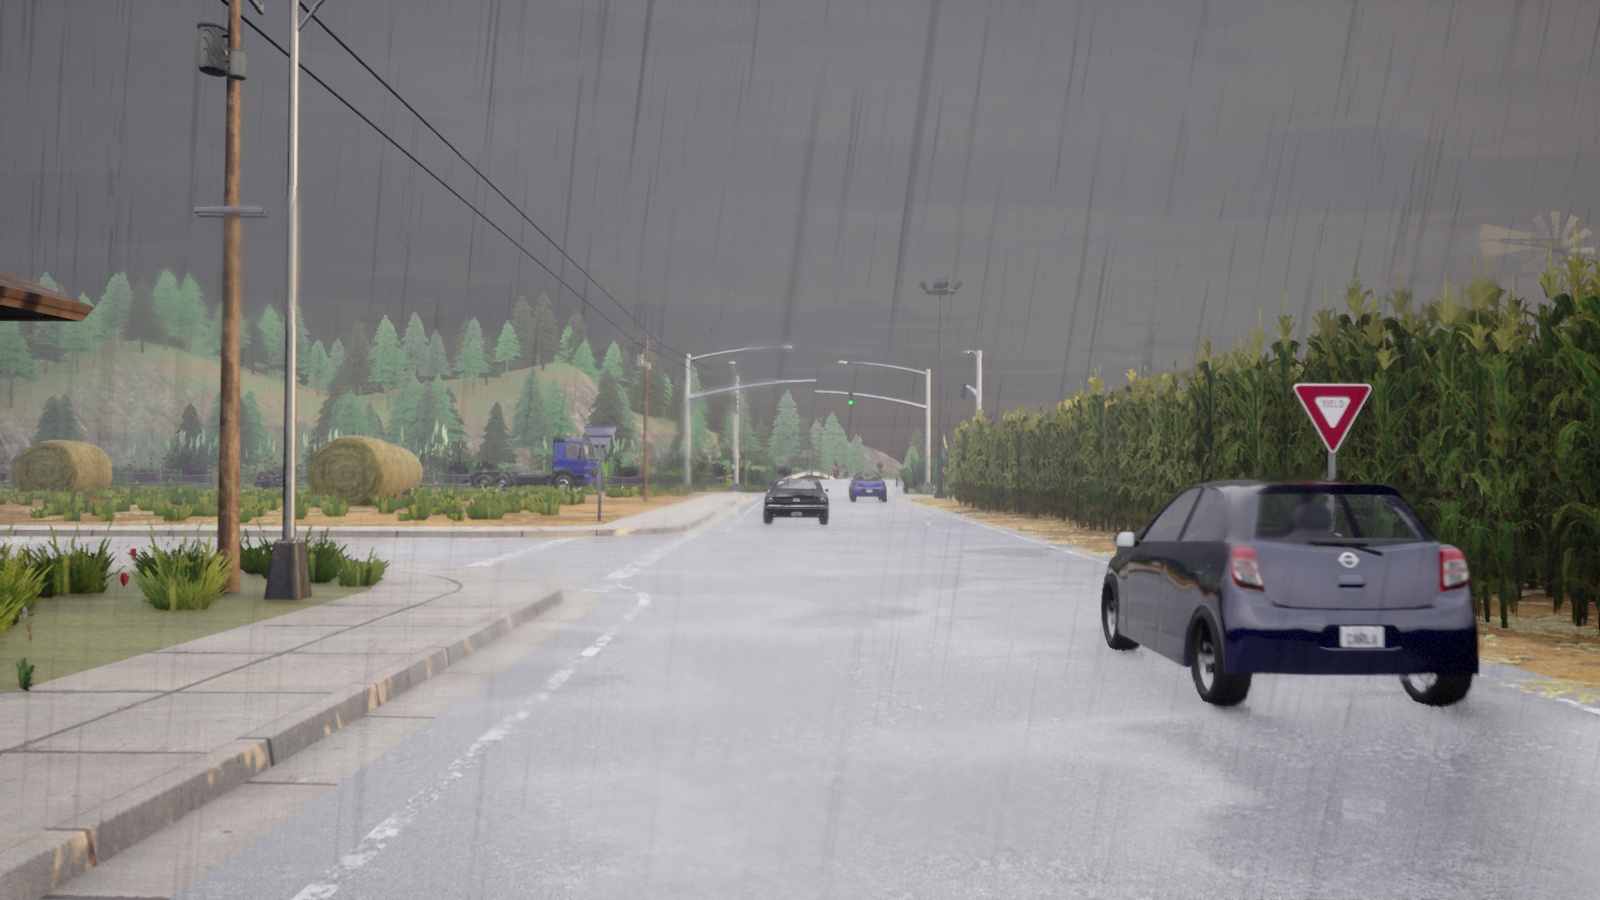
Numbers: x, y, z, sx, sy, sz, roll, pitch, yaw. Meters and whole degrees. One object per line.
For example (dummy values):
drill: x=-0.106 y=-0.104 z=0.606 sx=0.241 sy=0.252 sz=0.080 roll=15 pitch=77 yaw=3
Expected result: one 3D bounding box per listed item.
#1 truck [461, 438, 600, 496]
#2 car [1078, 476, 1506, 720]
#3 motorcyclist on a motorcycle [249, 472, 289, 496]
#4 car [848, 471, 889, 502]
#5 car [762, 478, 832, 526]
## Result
truck: x=-16.609 y=1.061 z=77.775 sx=7.936 sy=3.462 sz=2.891 roll=0 pitch=-1 yaw=3
car: x=3.476 y=0.961 z=9.668 sx=1.845 sy=1.501 sz=3.633 roll=0 pitch=-1 yaw=0
motorcyclist on a motorcycle: x=-34.739 y=2.218 z=82.167 sx=2.191 sy=1.530 sz=0.866 roll=0 pitch=-1 yaw=3
car: x=3.381 y=1.779 z=62.693 sx=1.816 sy=1.474 sz=4.193 roll=0 pitch=-1 yaw=0
car: x=-0.089 y=1.482 z=36.882 sx=1.895 sy=1.301 sz=4.718 roll=0 pitch=-1 yaw=0
